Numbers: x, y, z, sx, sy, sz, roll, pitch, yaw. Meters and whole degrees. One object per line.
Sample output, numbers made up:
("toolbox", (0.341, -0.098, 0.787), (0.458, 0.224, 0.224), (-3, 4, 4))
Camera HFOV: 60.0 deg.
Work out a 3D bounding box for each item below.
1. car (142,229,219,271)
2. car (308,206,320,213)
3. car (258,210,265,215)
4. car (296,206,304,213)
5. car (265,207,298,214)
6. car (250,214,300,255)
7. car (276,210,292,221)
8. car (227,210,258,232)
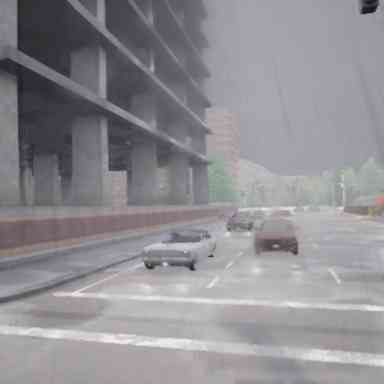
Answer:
("car", (-0.286, 2.213, 13.410), (1.895, 1.301, 4.718), (-3, -3, 16))
("car", (30.084, 4.206, 81.142), (1.812, 1.442, 4.674), (-3, -3, 16))
("car", (9.595, 3.399, 47.595), (1.837, 1.490, 4.892), (-3, -3, 16))
("car", (26.711, 4.374, 82.063), (2.033, 1.411, 5.357), (-3, -3, 16))
("car", (7.975, 2.424, 29.571), (2.097, 1.767, 4.553), (-3, -3, 16))
("car", (4.192, 2.074, 16.330), (1.882, 1.535, 5.008), (-3, -3, 16))
("car", (12.880, 3.240, 46.378), (1.994, 1.385, 4.181), (-3, -3, 16))
("car", (4.463, 2.561, 30.009), (2.097, 1.767, 4.553), (-3, -3, 16))
